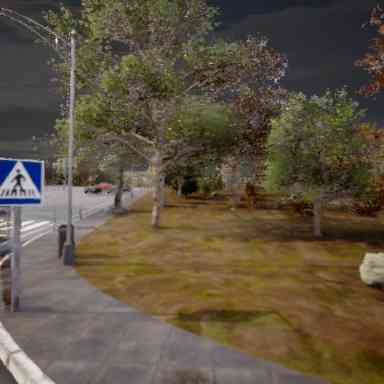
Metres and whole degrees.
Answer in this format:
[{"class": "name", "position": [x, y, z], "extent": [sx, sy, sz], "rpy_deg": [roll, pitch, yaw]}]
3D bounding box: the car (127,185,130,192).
[{"class": "car", "position": [-12.984, -0.803, 63.188], "extent": [1.994, 1.385, 4.181], "rpy_deg": [2, 3, -3]}]

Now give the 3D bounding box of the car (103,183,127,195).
[{"class": "car", "position": [-12.374, -0.330, 53.611], "extent": [2.033, 1.411, 5.357], "rpy_deg": [2, 3, -3]}]

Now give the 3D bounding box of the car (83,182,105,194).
[{"class": "car", "position": [-15.866, -0.377, 53.364], "extent": [1.895, 1.301, 4.718], "rpy_deg": [2, 3, -3]}]
